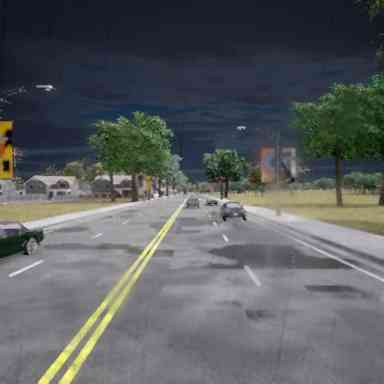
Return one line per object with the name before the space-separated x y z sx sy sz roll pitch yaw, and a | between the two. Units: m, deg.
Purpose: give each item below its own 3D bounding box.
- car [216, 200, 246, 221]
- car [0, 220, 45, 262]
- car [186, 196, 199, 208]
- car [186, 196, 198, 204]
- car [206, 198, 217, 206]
car | 3.294 1.517 27.345 1.812 1.442 4.674 0 0 1
car | -6.506 1.600 10.334 1.895 1.301 4.718 0 0 0
car | 0.106 1.472 48.063 2.128 1.511 4.902 0 0 0
car | 0.007 1.513 63.447 2.033 1.411 5.357 0 0 0
car | 3.258 1.575 54.927 1.895 1.301 4.718 0 0 0
